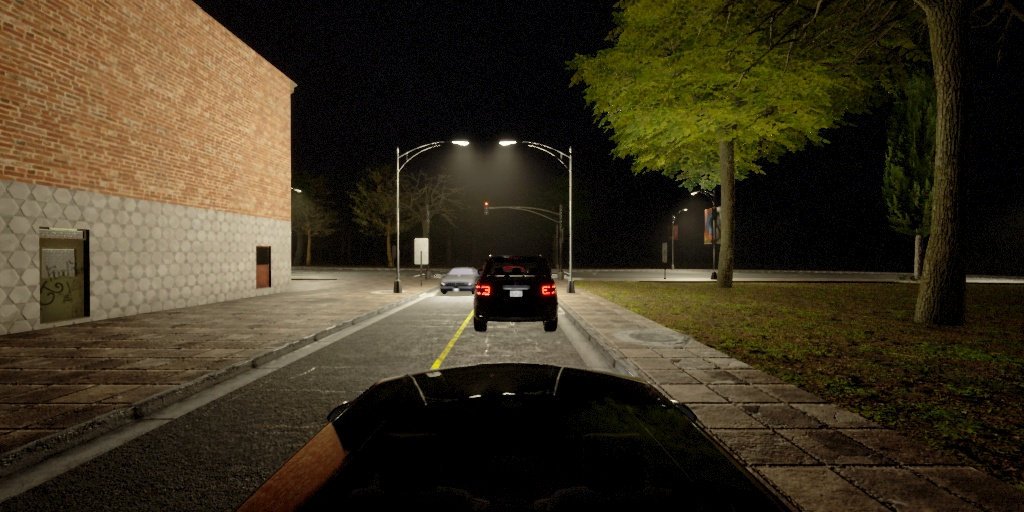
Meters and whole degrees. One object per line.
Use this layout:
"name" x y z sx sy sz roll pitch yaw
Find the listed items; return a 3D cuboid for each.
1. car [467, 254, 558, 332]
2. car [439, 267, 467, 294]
"car" 0.086 0.980 11.050 2.150 2.045 5.566 0 0 0
"car" -2.796 1.333 20.678 2.033 1.411 5.357 0 0 0
